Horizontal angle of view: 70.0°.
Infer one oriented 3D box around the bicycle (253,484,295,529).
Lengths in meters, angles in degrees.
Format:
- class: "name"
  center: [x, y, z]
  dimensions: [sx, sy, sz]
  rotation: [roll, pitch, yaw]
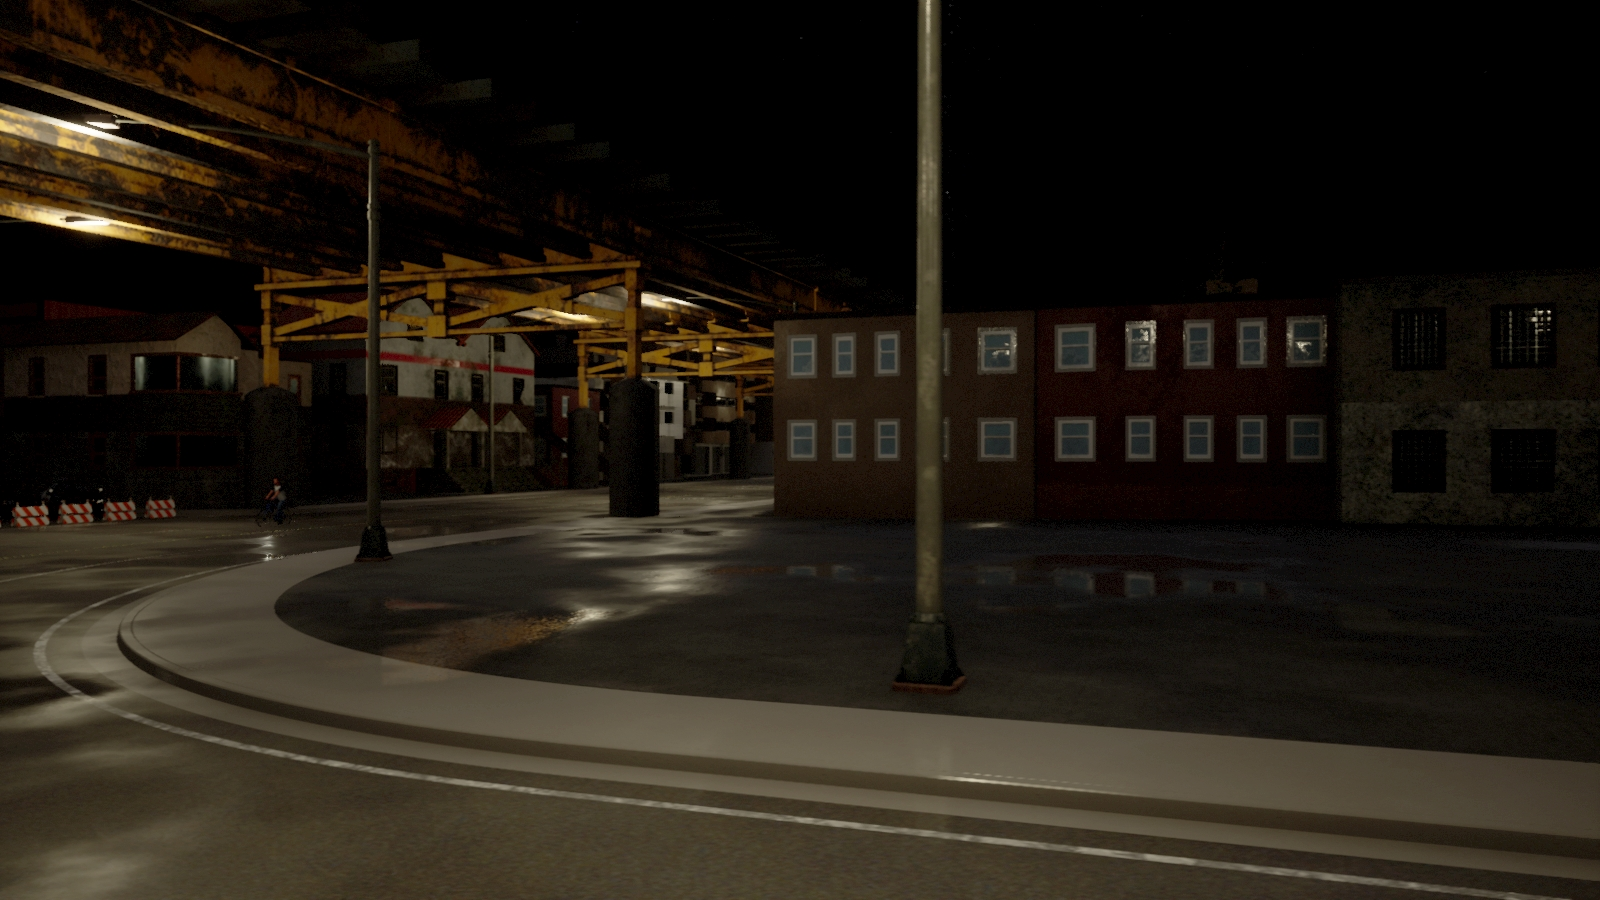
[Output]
- class: "bicycle"
  center: [-19.117, 2.042, 41.541]
  dimensions: [0.373, 1.521, 1.643]
  rotation: [1, 1, 18]
